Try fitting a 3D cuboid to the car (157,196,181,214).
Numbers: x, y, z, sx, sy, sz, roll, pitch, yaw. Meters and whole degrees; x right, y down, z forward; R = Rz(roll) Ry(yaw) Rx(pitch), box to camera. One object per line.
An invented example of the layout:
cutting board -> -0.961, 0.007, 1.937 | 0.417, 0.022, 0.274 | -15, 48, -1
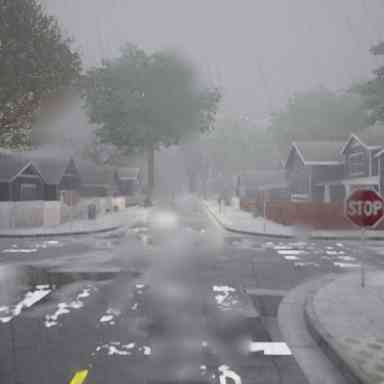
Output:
car -> -2.615, 1.499, 35.756 | 2.128, 1.511, 4.902 | 0, 0, 0
